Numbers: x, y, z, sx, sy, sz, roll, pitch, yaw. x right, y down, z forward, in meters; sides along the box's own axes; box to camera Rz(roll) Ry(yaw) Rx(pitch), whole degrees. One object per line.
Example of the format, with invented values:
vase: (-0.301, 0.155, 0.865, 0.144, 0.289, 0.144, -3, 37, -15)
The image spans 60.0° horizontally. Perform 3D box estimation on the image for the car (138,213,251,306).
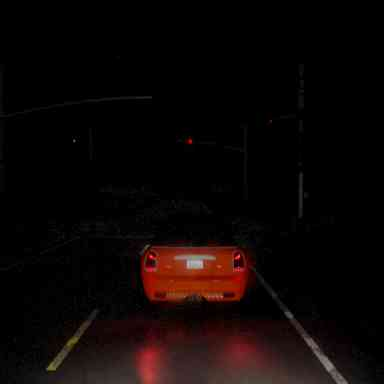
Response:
car: (0.059, 1.287, 8.021, 2.097, 1.767, 4.553, 0, 0, 0)
